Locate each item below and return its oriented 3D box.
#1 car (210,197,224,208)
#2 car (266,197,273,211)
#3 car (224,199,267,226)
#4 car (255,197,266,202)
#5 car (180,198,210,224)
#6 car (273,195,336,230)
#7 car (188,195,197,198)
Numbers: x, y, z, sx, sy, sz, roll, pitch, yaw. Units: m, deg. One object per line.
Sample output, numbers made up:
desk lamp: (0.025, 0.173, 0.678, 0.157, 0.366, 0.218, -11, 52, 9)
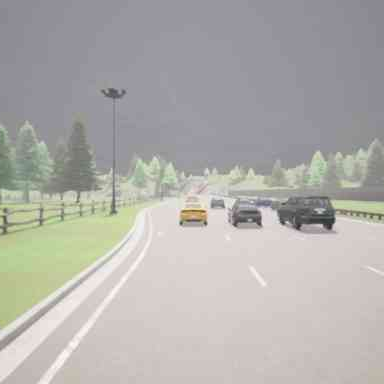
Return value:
car: (3.570, 1.494, 47.045, 2.128, 1.511, 4.902, 0, 0, 0)
car: (10.500, 1.549, 38.687, 2.033, 1.411, 5.357, 0, 0, 0)
car: (3.599, 1.506, 23.176, 1.837, 1.490, 4.892, 0, 0, 0)
car: (10.501, 1.480, 49.219, 1.882, 1.535, 5.008, 0, 0, 0)
car: (0.100, 1.479, 24.499, 1.882, 1.535, 5.008, 0, 0, 0)
car: (7.100, 1.222, 21.119, 2.150, 2.045, 5.566, 0, 0, 0)
car: (0.072, 1.353, 48.108, 2.097, 1.767, 4.553, 0, 0, 0)
